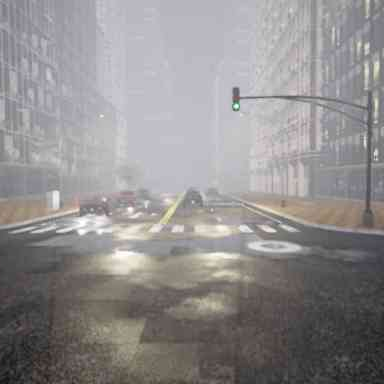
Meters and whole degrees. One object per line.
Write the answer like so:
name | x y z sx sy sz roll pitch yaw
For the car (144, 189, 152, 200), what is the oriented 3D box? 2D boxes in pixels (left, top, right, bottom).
car | -6.519 0.276 44.568 1.882 1.535 5.008 0 2 0

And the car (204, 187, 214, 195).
car | 3.228 -0.260 63.838 1.812 1.442 4.674 0 2 0

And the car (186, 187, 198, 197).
car | 0.014 -0.074 57.015 1.837 1.490 4.892 0 2 1

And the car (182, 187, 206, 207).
car | 0.087 0.577 32.623 1.837 1.490 4.892 0 2 0

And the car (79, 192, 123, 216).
car | -6.601 0.914 23.878 1.994 1.385 4.181 0 2 0

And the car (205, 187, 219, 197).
car | 3.231 -0.028 53.422 1.882 1.535 5.008 0 2 0

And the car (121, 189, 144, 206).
car | -6.583 0.553 34.196 1.882 1.535 5.008 0 2 1
